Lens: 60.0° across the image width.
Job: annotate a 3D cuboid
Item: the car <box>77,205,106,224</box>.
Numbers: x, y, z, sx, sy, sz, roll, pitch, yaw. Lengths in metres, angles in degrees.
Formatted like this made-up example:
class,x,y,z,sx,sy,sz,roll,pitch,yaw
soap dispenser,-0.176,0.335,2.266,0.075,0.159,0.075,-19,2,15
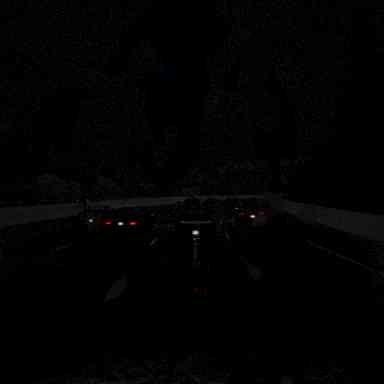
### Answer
class,x,y,z,sx,sy,sz,roll,pitch,yaw
car,-6.517,1.602,24.220,1.895,1.301,4.718,0,0,4

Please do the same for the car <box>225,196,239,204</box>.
class,x,y,z,sx,sy,sz,roll,pitch,yaw
car,7.382,1.502,61.230,2.128,1.511,4.902,0,0,17

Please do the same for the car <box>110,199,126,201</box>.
class,x,y,z,sx,sy,sz,roll,pitch,yaw
car,-12.686,1.359,54.979,2.097,1.767,4.553,0,0,13

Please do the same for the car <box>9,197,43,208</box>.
class,x,y,z,sx,sy,sz,roll,pitch,yaw
car,-24.580,1.506,49.439,1.837,1.490,4.892,0,0,11

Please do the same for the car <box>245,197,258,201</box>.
class,x,y,z,sx,sy,sz,roll,pitch,yaw
car,10.944,1.576,60.861,1.994,1.385,4.181,0,0,17

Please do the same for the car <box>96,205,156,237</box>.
class,x,y,z,sx,sy,sz,roll,pitch,yaw
car,-3.262,1.549,18.217,2.033,1.411,5.357,0,0,2

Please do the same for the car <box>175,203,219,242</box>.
class,x,y,z,sx,sy,sz,roll,pitch,yaw
car,0.236,1.494,16.378,2.128,1.511,4.902,0,0,2

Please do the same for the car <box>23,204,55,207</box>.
class,x,y,z,sx,sy,sz,roll,pitch,yaw
car,-21.421,1.547,47.476,2.033,1.411,5.357,0,0,11

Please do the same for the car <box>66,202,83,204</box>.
class,x,y,z,sx,sy,sz,roll,pitch,yaw
car,-17.278,1.226,50.327,2.150,2.045,5.566,0,0,12

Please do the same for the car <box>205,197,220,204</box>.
class,x,y,z,sx,sy,sz,roll,pitch,yaw
car,3.811,1.573,61.415,1.994,1.385,4.181,0,0,17

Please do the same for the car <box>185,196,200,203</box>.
class,x,y,z,sx,sy,sz,roll,pitch,yaw
car,0.076,1.534,61.480,1.812,1.442,4.674,0,0,16

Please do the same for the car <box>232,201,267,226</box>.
class,x,y,z,sx,sy,sz,roll,pitch,yaw
car,4.097,1.568,23.658,1.994,1.385,4.181,0,0,4
